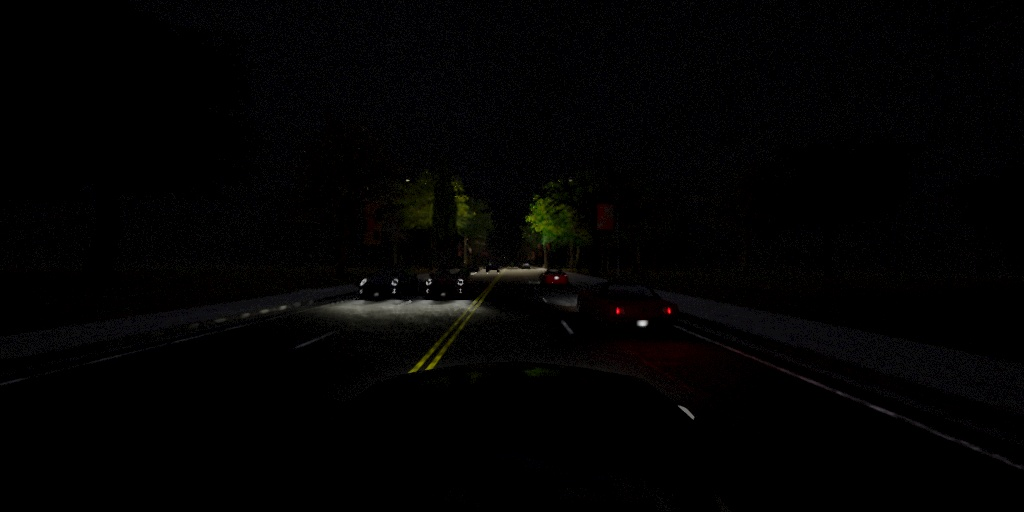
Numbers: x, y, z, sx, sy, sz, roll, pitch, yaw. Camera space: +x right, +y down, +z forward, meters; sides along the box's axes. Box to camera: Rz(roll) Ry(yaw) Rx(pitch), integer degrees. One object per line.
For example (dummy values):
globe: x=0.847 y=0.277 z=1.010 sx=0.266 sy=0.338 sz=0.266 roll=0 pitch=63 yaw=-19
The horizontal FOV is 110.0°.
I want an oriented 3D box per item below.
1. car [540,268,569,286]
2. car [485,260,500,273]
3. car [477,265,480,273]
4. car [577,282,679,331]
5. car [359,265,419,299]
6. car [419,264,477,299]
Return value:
car: x=3.352 y=1.642 z=28.905 sx=1.994 sy=1.385 sz=4.181 roll=0 pitch=-1 yaw=0
car: x=-3.277 y=1.763 z=60.720 sx=2.150 sy=2.045 sz=5.566 roll=0 pitch=-1 yaw=1
car: x=-6.522 y=2.091 z=60.772 sx=2.033 sy=1.411 sz=5.357 roll=0 pitch=-1 yaw=1
car: x=3.350 y=1.462 z=11.418 sx=1.895 sy=1.301 sz=4.718 roll=0 pitch=-1 yaw=0
car: x=-6.598 y=1.314 z=19.714 sx=2.097 sy=1.767 sz=4.553 roll=0 pitch=-1 yaw=0
car: x=-3.348 y=1.314 z=19.718 sx=2.097 sy=1.767 sz=4.553 roll=0 pitch=-1 yaw=0
